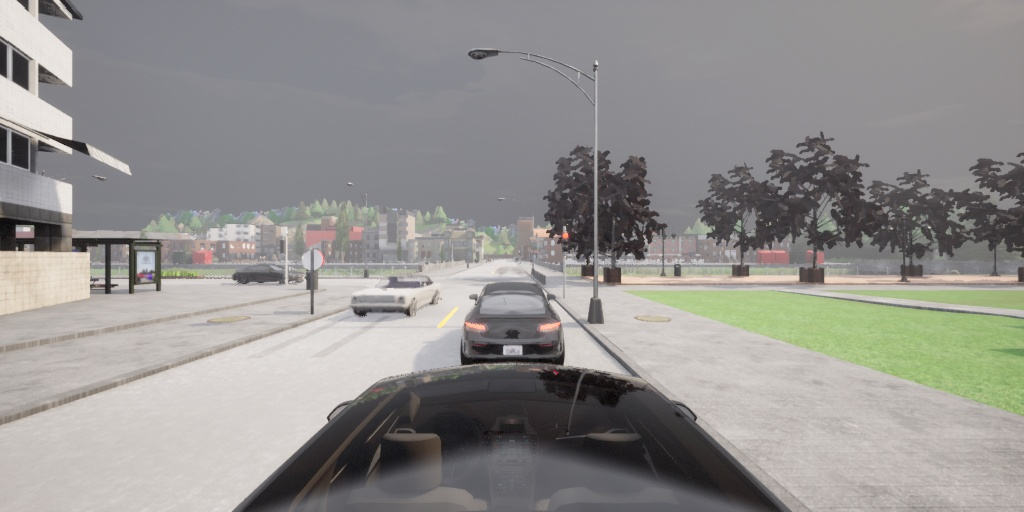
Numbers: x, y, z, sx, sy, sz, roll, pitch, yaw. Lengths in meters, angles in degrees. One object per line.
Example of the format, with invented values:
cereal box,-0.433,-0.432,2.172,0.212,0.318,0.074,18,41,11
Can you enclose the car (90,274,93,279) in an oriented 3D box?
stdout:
car,-32.395,1.322,25.220,4.181,1.385,1.994,0,0,-1

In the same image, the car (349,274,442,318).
car,-4.009,1.355,13.120,1.895,1.301,4.718,0,0,2

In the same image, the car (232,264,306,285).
car,-17.088,1.284,25.344,4.674,1.442,1.812,0,0,0

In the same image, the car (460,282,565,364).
car,0.008,1.278,7.789,1.812,1.442,4.674,0,0,0
